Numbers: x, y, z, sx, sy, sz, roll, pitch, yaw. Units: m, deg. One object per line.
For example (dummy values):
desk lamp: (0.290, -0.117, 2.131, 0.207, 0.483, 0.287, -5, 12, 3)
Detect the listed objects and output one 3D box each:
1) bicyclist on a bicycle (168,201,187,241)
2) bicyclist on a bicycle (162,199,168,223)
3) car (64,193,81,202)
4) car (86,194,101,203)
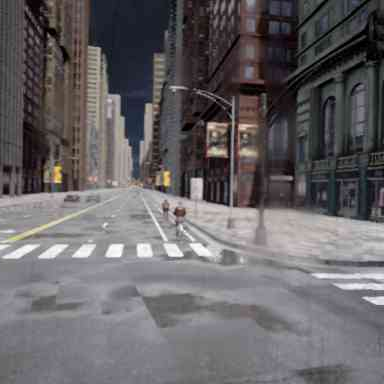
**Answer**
bicyclist on a bicycle: (-0.573, 1.288, 15.288, 0.659, 1.776, 1.843, 1, 1, -9)
bicyclist on a bicycle: (-1.795, 1.308, 22.745, 0.582, 1.620, 1.656, 1, 0, -9)
car: (-18.792, 0.909, 52.408, 1.994, 1.385, 4.181, 1, 0, -9)
car: (-15.584, 0.954, 52.931, 2.033, 1.411, 5.357, 1, 0, -9)
